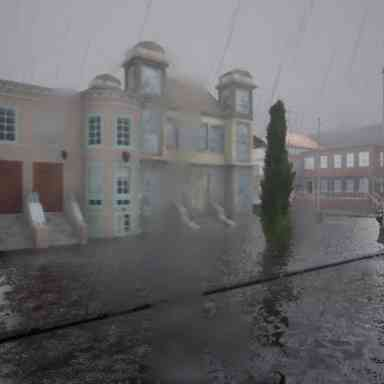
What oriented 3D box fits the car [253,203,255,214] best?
[{"bbox_3d":[6.039,1.342,31.708,2.097,1.767,4.553,0,0,-35],"label":"car"}]
